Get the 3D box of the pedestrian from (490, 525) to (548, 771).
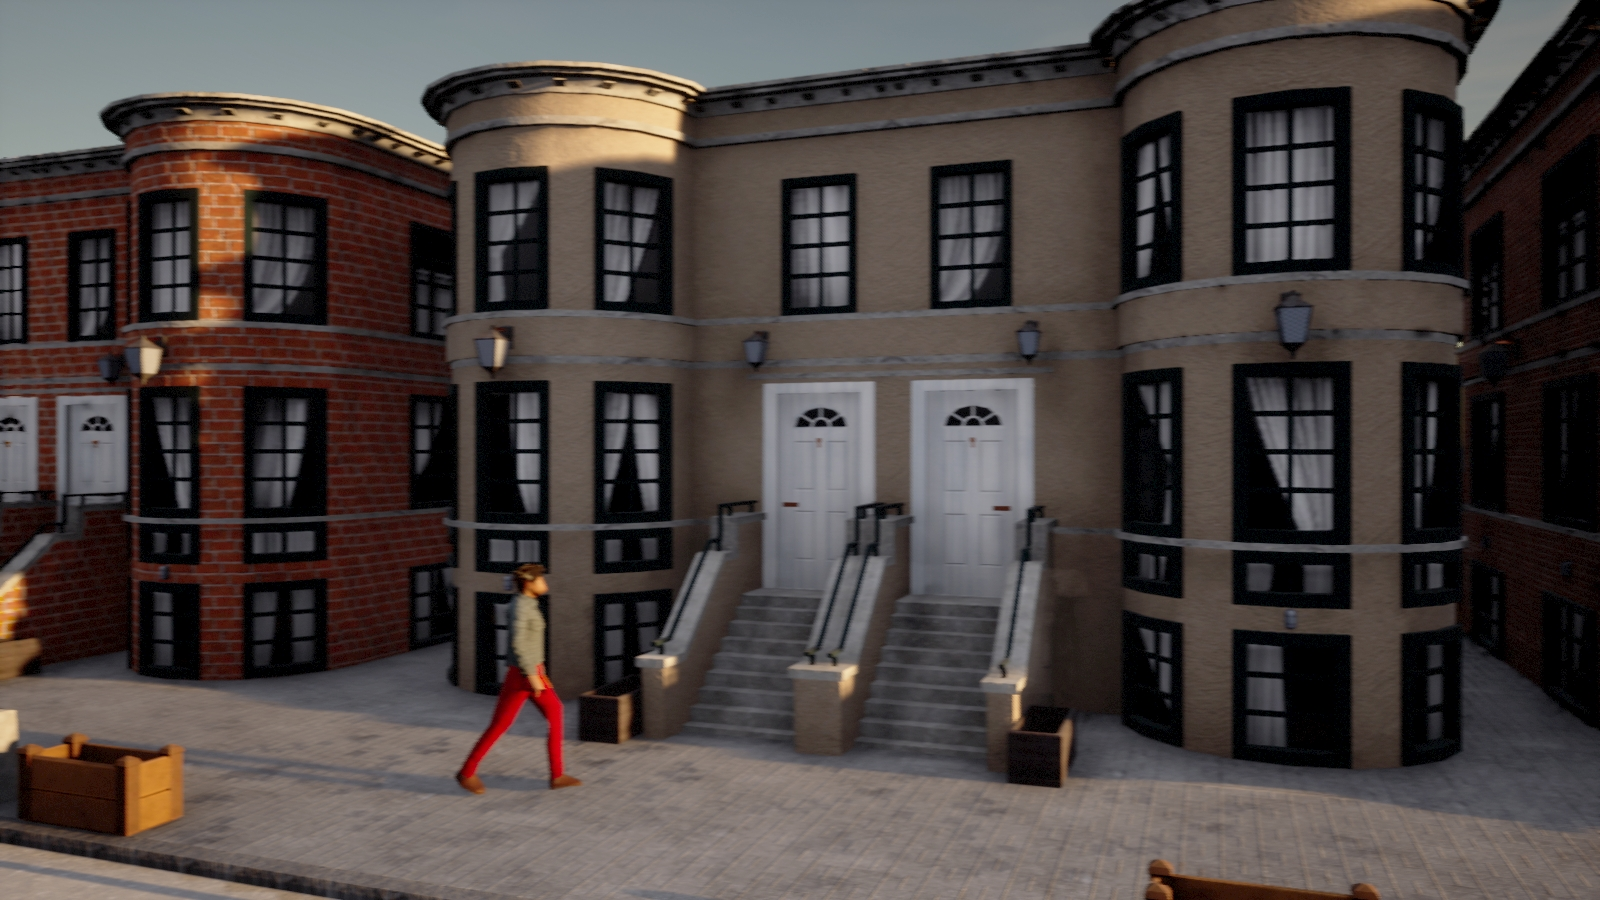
[{"bbox_3d":[-2.194,1.525,8.934,0.375,1.860,0.375,0,0,-2],"label":"pedestrian"}]
